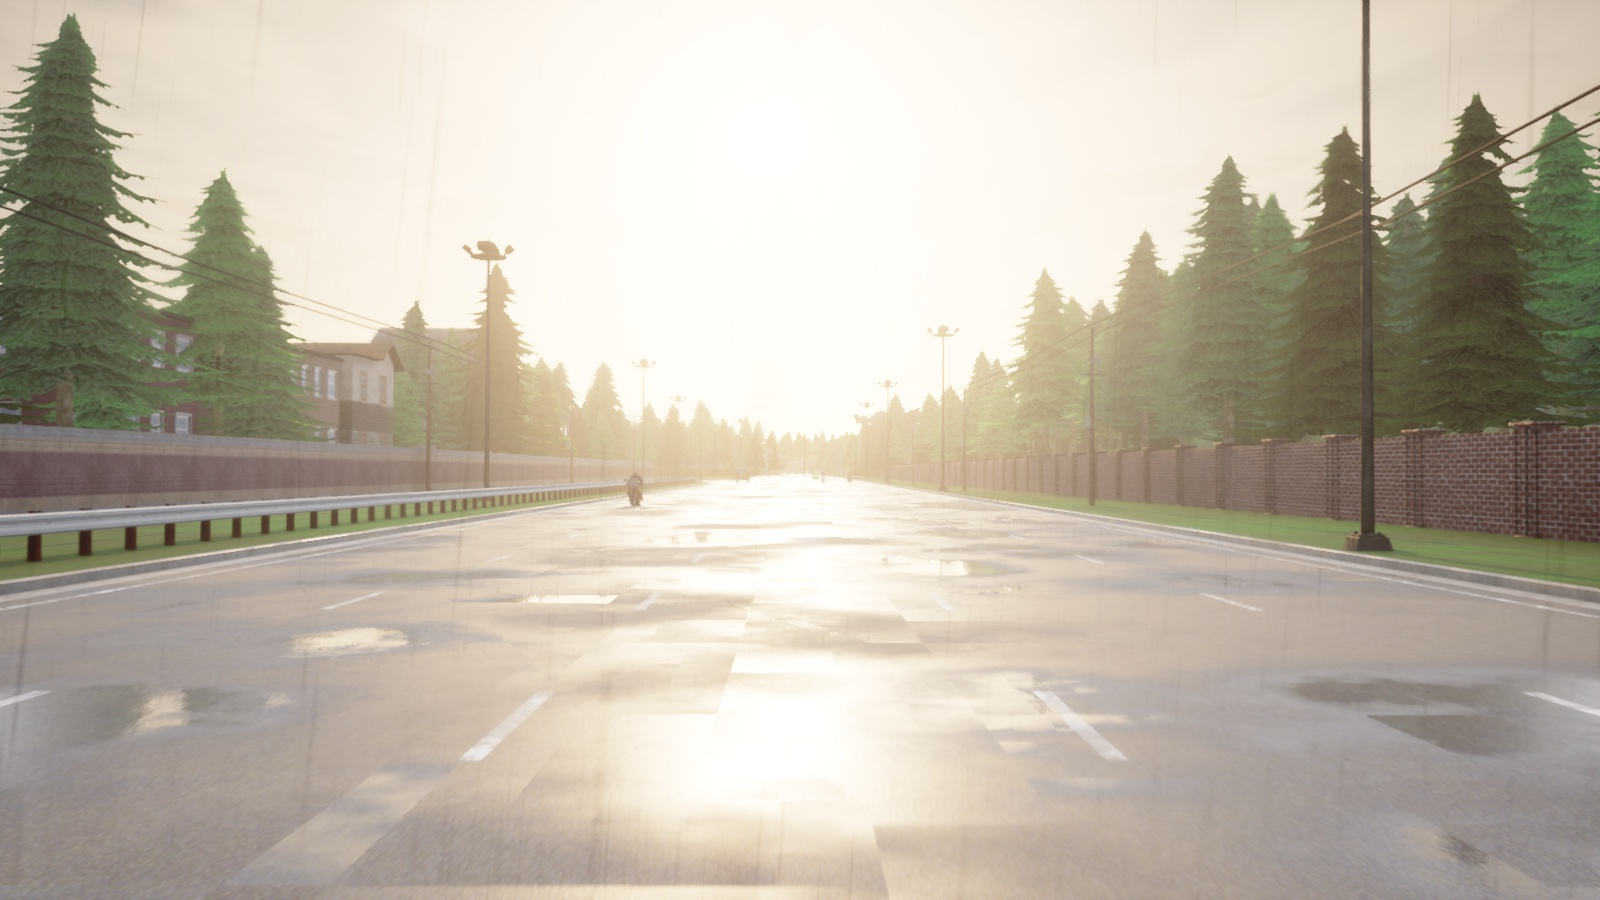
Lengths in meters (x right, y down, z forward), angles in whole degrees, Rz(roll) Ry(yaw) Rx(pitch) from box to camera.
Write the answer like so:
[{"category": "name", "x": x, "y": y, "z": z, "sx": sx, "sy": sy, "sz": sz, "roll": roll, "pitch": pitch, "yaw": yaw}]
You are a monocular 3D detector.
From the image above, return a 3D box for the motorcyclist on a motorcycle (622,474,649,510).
[{"category": "motorcyclist on a motorcycle", "x": -7.131, "y": 1.792, "z": 54.590, "sx": 0.866, "sy": 1.530, "sz": 2.191, "roll": 0, "pitch": -1, "yaw": 0}]
